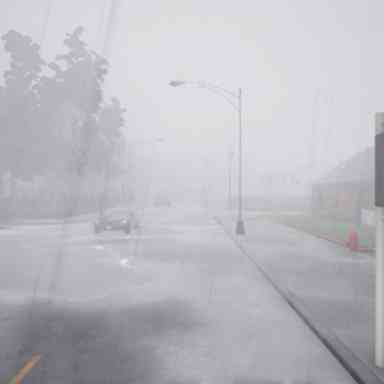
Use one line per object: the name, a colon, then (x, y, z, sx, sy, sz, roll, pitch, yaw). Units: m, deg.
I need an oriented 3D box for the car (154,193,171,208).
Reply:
car: (-4.269, 1.182, 48.665, 2.150, 2.045, 5.566, 0, 0, 0)

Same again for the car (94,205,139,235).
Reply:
car: (-4.176, 1.510, 19.010, 1.812, 1.442, 4.674, 0, 0, 0)
